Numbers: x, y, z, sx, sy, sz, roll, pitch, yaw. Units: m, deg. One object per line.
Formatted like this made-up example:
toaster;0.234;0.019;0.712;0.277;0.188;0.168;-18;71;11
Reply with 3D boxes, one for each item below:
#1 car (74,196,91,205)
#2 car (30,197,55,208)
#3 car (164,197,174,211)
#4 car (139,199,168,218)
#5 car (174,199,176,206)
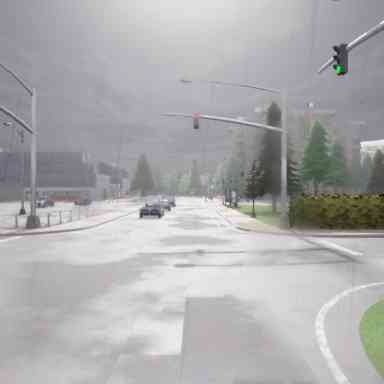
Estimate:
car;-17.424;1.374;53.040;1.845;1.501;3.633;0;0;0
car;-20.481;1.384;45.651;1.970;1.475;3.806;0;0;0
car;-3.568;1.564;40.272;1.994;1.385;4.181;0;0;0
car;-3.581;1.601;30.276;1.895;1.301;4.718;0;0;0
car;-3.520;1.478;50.755;1.882;1.535;5.008;0;0;0
